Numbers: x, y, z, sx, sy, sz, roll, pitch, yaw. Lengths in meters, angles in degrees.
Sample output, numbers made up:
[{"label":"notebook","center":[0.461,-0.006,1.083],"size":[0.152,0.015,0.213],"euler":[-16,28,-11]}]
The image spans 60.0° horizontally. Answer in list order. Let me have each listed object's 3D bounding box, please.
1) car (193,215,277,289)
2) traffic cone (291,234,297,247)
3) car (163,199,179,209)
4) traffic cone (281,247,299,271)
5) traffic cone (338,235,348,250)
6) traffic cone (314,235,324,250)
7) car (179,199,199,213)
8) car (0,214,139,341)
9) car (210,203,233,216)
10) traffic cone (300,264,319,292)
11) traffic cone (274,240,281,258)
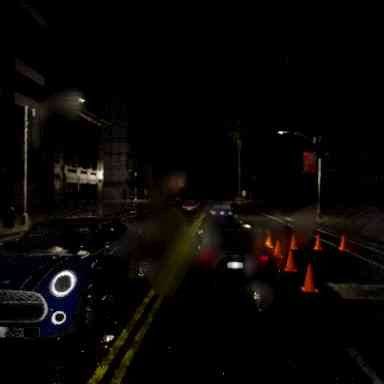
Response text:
[{"label":"car","center":[1.109,1.597,9.357],"size":[1.994,1.385,4.181],"euler":[1,0,4]},{"label":"traffic cone","center":[4.205,2.036,13.747],"size":[0.340,0.580,0.340],"euler":[1,0,4]},{"label":"car","center":[-2.830,1.643,46.637],"size":[1.994,1.385,4.181],"euler":[1,0,4]},{"label":"traffic cone","center":[2.913,2.012,9.832],"size":[0.340,0.580,0.340],"euler":[1,0,4]},{"label":"traffic cone","center":[6.200,2.060,13.599],"size":[0.340,0.580,0.340],"euler":[1,0,4]},{"label":"traffic cone","center":[5.203,2.048,13.673],"size":[0.340,0.580,0.340],"euler":[1,0,4]},{"label":"car","center":[-0.134,1.617,39.211],"size":[1.812,1.442,4.674],"euler":[1,0,4]},{"label":"car","center":[-2.537,1.335,6.813],"size":[2.097,1.767,4.553],"euler":[1,0,4]},{"label":"car","center":[2.444,1.639,27.379],"size":[2.033,1.411,5.357],"euler":[1,0,4]},{"label":"traffic cone","center":[2.765,2.005,7.837],"size":[0.340,0.580,0.340],"euler":[1,0,4]},{"label":"traffic cone","center":[3.060,2.018,11.826],"size":[0.340,0.580,0.340],"euler":[1,0,4]}]
